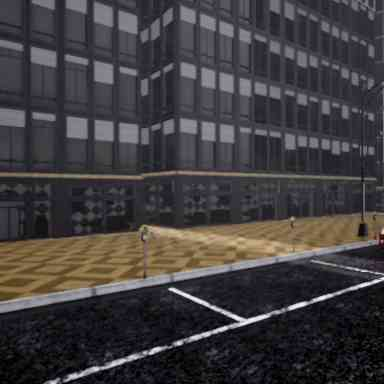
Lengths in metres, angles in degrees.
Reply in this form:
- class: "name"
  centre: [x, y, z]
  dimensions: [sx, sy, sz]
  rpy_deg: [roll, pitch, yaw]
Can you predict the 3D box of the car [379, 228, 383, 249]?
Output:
- class: "car"
  centre: [9.171, 1.486, 13.168]
  dimensions: [4.097, 1.590, 1.967]
  rpy_deg: [0, -1, -36]
